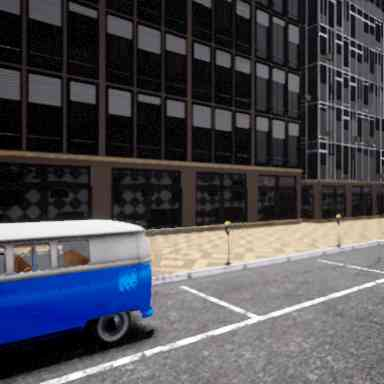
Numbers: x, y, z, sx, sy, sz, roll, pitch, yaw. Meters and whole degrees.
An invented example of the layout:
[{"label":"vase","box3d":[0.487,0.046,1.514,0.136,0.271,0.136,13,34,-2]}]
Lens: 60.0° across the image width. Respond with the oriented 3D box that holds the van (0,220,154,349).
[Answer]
[{"label":"van","box3d":[-2.513,1.344,4.769,3.998,1.788,1.690,0,0,-35]}]
